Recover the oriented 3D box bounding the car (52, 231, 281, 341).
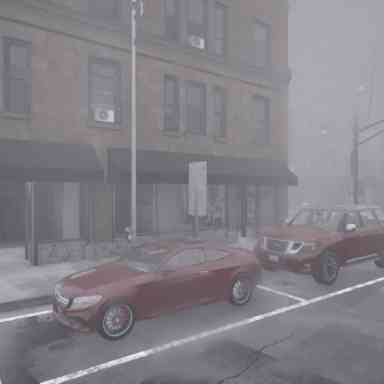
[{"bbox_3d":[-0.441,1.581,6.447,4.206,1.307,1.802,0,0,-35],"label":"car"}]

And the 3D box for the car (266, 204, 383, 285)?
[{"bbox_3d":[4.061,1.314,9.648,5.009,1.841,2.192,0,0,-35],"label":"car"}]
